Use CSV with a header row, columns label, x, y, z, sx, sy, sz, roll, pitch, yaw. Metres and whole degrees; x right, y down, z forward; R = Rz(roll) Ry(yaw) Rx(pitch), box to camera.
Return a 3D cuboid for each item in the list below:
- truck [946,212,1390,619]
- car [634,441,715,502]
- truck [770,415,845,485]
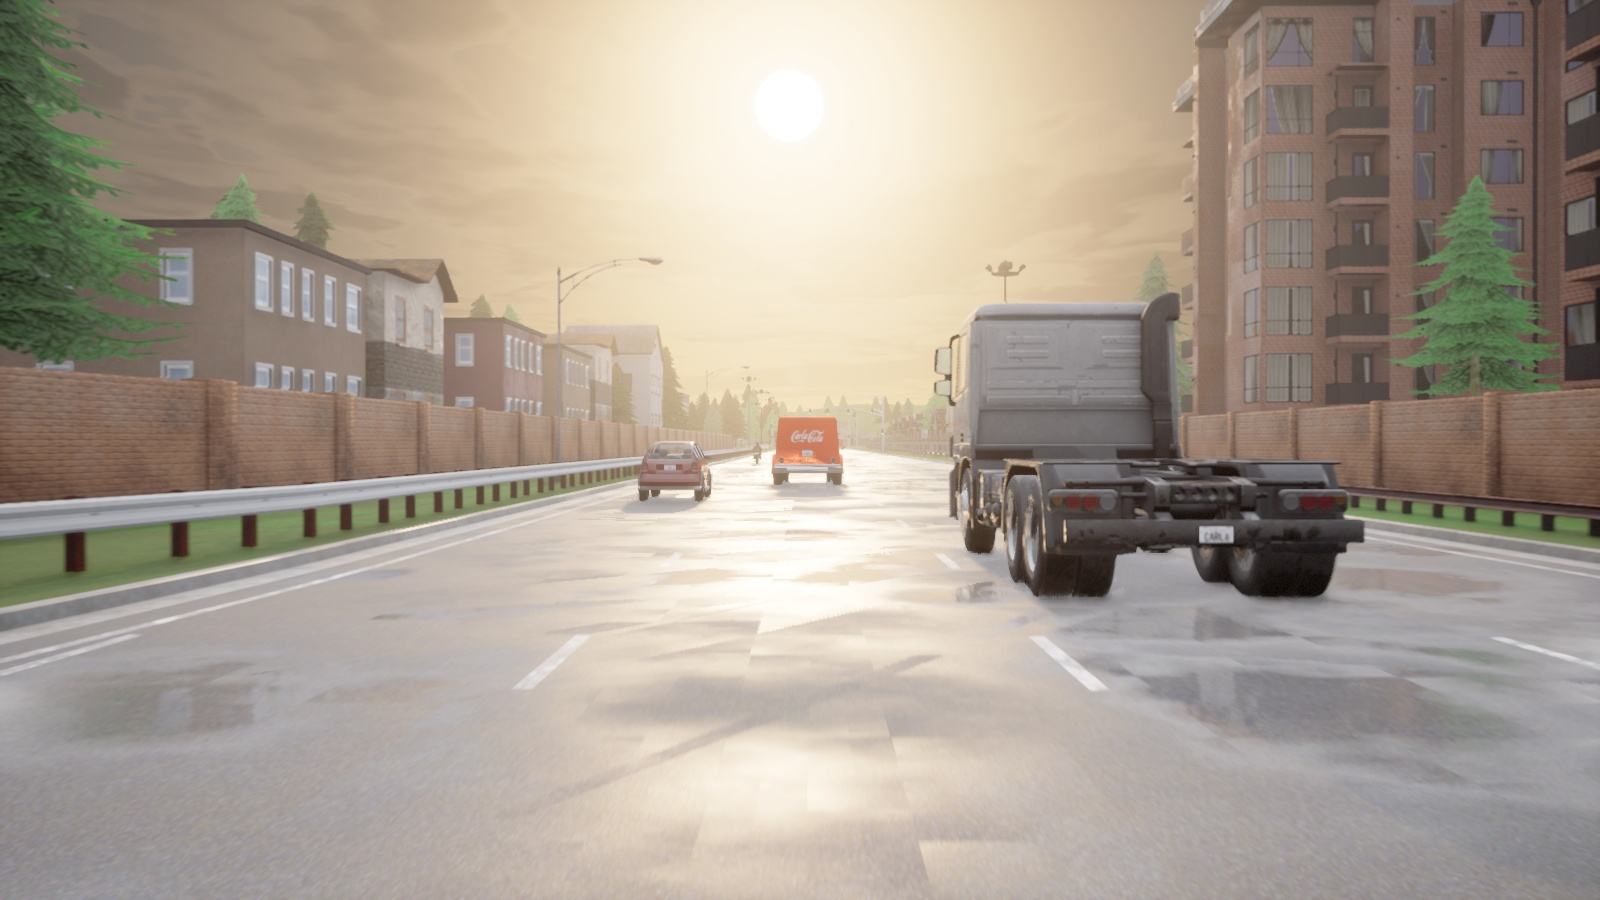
label,x,y,z,sx,sy,sz,roll,pitch,yaw
truck,3.600,-0.315,14.672,2.891,3.462,7.936,0,0,0
car,-3.294,0.534,33.546,1.789,1.549,3.705,0,0,0
truck,0.282,-0.003,46.814,2.627,2.467,5.204,0,0,0
